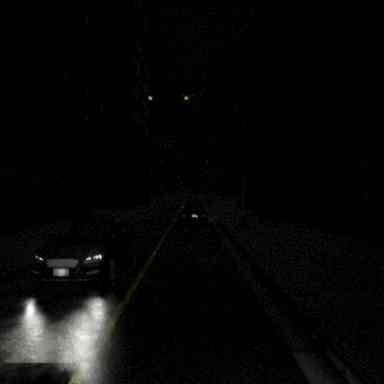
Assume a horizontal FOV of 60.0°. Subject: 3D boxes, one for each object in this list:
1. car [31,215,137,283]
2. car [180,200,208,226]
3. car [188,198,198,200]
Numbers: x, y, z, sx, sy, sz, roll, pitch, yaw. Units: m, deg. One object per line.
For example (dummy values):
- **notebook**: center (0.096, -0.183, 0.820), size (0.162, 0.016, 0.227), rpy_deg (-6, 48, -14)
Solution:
- **car**: center (-2.836, 1.482, 9.709), size (2.128, 1.511, 4.902), rpy_deg (0, 0, 1)
- **car**: center (0.106, 1.512, 22.855), size (2.033, 1.411, 5.357), rpy_deg (0, 0, 0)
- **car**: center (0.111, 1.459, 42.822), size (1.994, 1.385, 4.181), rpy_deg (0, 0, 0)
